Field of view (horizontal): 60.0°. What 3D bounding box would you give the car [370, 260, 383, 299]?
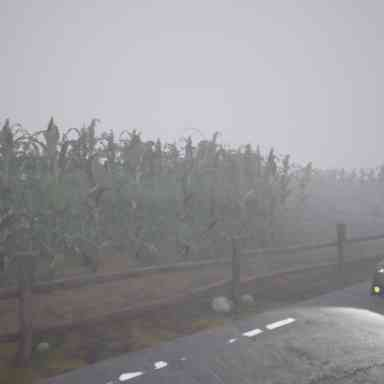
[{"bbox_3d":[5.639,1.589,7.046,4.181,1.385,1.994,0,0,-35],"label":"car"}]
